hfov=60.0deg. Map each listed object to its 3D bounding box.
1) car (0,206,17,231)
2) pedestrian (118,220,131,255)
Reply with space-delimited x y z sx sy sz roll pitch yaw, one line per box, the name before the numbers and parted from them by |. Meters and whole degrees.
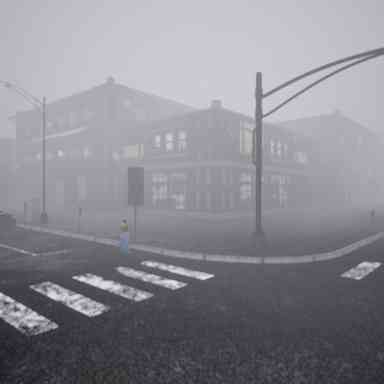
car | -10.441 1.307 16.989 4.206 1.307 1.802 1 0 40
pedestrian | -2.209 1.437 11.069 0.375 1.300 0.375 0 -1 40
